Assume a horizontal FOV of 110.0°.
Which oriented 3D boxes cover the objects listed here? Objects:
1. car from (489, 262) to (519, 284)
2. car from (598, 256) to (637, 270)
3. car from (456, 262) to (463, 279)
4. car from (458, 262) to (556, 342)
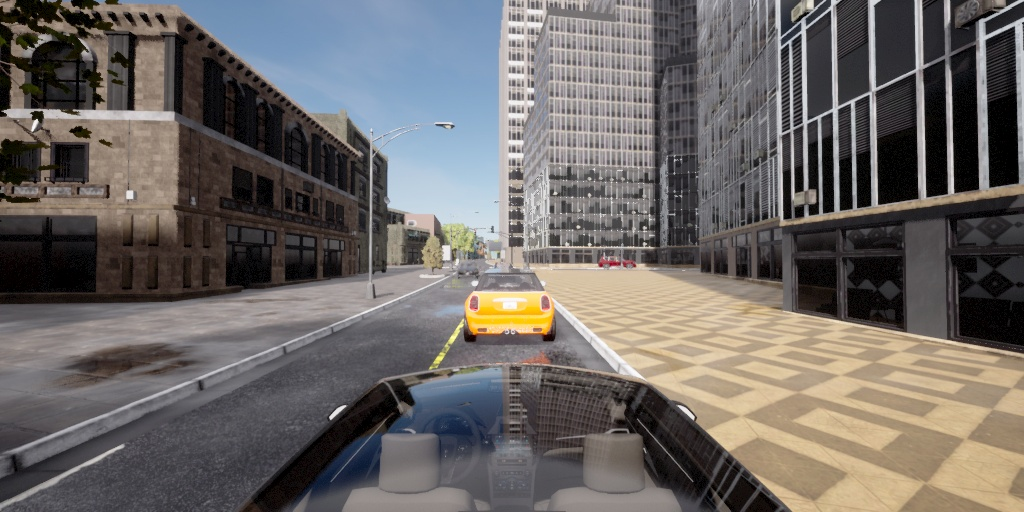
[{"bbox_3d":[-0.707,1.248,27.985,2.128,1.511,4.902,0,0,-3],"label":"car"},{"bbox_3d":[14.172,0.952,48.440,5.009,1.841,2.192,0,0,15],"label":"car"},{"bbox_3d":[-3.863,1.260,32.261,1.837,1.490,4.892,0,0,-3],"label":"car"},{"bbox_3d":[-0.085,1.104,9.962,2.097,1.767,4.553,0,0,-1],"label":"car"}]
